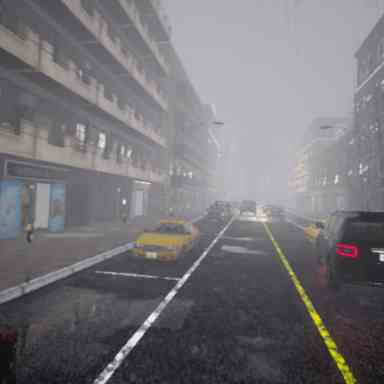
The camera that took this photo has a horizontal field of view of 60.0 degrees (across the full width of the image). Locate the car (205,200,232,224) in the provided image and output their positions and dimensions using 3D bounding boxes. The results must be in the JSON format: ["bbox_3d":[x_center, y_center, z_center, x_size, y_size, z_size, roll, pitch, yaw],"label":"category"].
[{"bbox_3d":[2.144,1.843,29.179,1.967,1.590,4.097,3,-1,10],"label":"car"}]

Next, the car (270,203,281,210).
[{"bbox_3d":[18.114,3.149,72.148,1.887,1.381,4.507,3,-1,10],"label":"car"}]

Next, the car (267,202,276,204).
[{"bbox_3d":[11.484,2.609,49.734,2.033,1.411,5.357,3,-1,10],"label":"car"}]

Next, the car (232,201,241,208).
[{"bbox_3d":[9.869,2.767,73.594,1.887,1.381,4.507,3,-1,10],"label":"car"}]

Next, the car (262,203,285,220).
[{"bbox_3d":[9.428,2.388,37.771,2.033,1.411,5.357,3,-1,10],"label":"car"}]

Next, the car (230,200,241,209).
[{"bbox_3d":[8.907,2.560,68.042,1.967,1.590,4.097,3,-1,10],"label":"car"}]

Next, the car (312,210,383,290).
[{"bbox_3d":[4.991,1.556,9.803,2.150,2.045,5.566,1,0,16],"label":"car"}]

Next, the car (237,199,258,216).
[{"bbox_3d":[7.641,2.050,45.042,2.150,2.045,5.566,3,-1,10],"label":"car"}]

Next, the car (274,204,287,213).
[{"bbox_3d":[16.212,2.929,61.212,1.752,1.417,4.829,3,-1,10],"label":"car"}]

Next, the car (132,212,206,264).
[{"bbox_3d":[-0.788,1.616,12.354,1.752,1.417,4.829,3,-1,10],"label":"car"}]

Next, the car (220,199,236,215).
[{"bbox_3d":[3.117,1.821,34.732,2.192,1.841,5.009,3,-1,10],"label":"car"}]

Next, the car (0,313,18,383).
[{"bbox_3d":[-2.693,1.451,1.416,1.947,1.339,4.313,3,-1,10],"label":"car"}]

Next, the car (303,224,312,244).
[{"bbox_3d":[6.485,1.931,15.733,1.801,1.575,5.366,3,-1,10],"label":"car"}]
